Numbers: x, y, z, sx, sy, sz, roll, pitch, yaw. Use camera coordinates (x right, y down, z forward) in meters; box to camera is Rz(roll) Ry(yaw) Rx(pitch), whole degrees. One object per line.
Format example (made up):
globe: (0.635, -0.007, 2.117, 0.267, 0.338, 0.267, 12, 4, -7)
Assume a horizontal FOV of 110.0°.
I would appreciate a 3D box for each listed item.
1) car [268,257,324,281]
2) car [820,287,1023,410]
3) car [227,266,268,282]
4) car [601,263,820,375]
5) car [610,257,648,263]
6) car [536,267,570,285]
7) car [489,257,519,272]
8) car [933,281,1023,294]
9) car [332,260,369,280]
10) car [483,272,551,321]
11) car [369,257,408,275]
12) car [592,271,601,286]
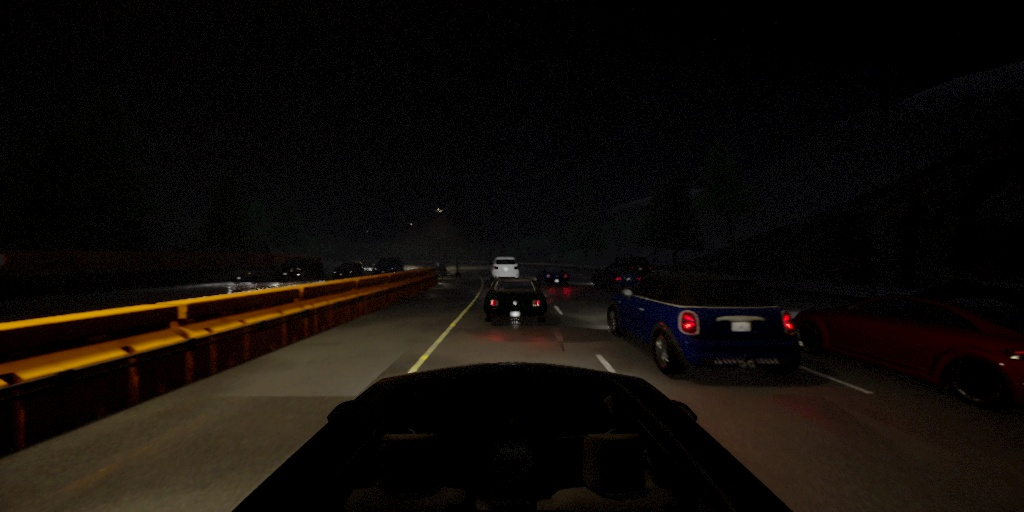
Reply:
car: (-18.645, 1.102, 31.702, 2.150, 2.045, 5.566, 0, 0, -7)
car: (7.074, 1.333, 6.154, 1.994, 1.385, 4.181, 0, 0, 0)
car: (-22.058, 1.478, 30.837, 1.895, 1.301, 4.718, 0, 0, -7)
car: (3.581, 1.127, 7.715, 2.097, 1.767, 4.553, 0, 0, 0)
car: (9.812, 1.095, 30.666, 2.150, 2.045, 5.566, 0, 0, -5)
car: (3.016, 1.461, 27.587, 1.895, 1.301, 4.718, 0, 0, -4)
car: (-0.726, 1.096, 30.609, 2.150, 2.045, 5.566, 0, 0, -5)
car: (10.579, 1.301, 8.134, 1.812, 1.442, 4.674, 0, 0, 0)
car: (-15.419, 1.395, 34.028, 1.837, 1.490, 4.892, 0, 0, -7)
car: (0.078, 1.397, 12.592, 1.895, 1.301, 4.718, 0, 0, 0)
car: (-12.035, 1.116, 35.307, 2.150, 2.045, 5.566, 0, 0, -8)
car: (6.773, 1.390, 23.603, 2.033, 1.411, 5.357, 0, 0, -3)
